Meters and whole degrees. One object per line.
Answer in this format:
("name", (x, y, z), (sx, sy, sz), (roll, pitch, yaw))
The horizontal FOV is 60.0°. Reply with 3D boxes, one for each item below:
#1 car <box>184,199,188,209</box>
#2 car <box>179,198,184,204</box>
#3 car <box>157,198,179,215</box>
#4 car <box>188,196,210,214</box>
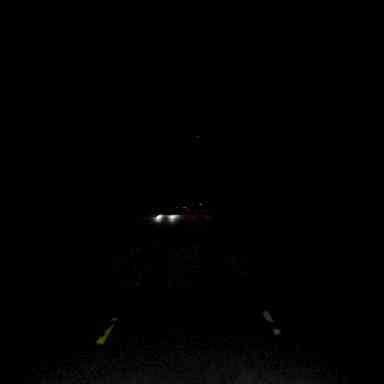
("car", (-0.020, 2.137, 56.638), (1.812, 1.442, 4.674), (0, -1, 0))
("car", (-2.779, 2.298, 79.032), (2.150, 2.045, 5.566), (0, -2, 0))
("car", (-2.858, 1.710, 37.615), (1.882, 1.535, 5.008), (0, -1, 0))
("car", (0.948, 1.469, 38.491), (2.150, 2.045, 5.566), (0, -1, 0))
